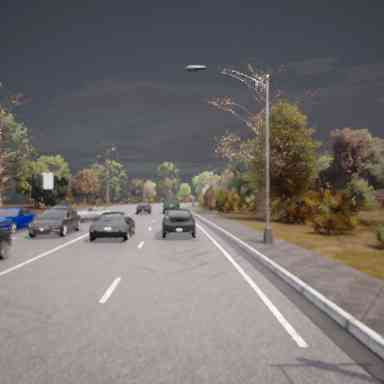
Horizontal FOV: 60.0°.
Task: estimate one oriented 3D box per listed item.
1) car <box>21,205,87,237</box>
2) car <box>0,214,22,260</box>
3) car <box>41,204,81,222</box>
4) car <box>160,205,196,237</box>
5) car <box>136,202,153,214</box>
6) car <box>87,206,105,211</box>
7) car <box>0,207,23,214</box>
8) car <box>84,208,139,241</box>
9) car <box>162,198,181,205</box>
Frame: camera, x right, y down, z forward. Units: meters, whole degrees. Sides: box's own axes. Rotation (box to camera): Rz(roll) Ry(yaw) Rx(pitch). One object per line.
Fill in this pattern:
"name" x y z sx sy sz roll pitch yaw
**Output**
"car" -7.953 1.748 19.706 1.837 1.490 4.892 0 -1 -3
"car" -7.438 1.662 10.465 1.812 1.442 4.674 0 -1 -3
"car" -12.342 1.963 31.768 2.033 1.411 5.357 0 -1 -4
"car" -0.819 1.729 19.600 1.837 1.490 4.892 0 -1 -4
"car" -6.178 2.089 43.256 1.837 1.490 4.892 0 0 -4
"car" -8.686 1.980 29.890 1.895 1.301 4.718 0 -1 -4
"car" -11.557 1.747 21.243 1.882 1.535 5.008 0 -1 -4
"car" -4.234 1.780 18.180 1.994 1.385 4.181 0 -1 -4
"car" -2.667 1.796 43.179 2.150 2.045 5.566 0 -1 -4
